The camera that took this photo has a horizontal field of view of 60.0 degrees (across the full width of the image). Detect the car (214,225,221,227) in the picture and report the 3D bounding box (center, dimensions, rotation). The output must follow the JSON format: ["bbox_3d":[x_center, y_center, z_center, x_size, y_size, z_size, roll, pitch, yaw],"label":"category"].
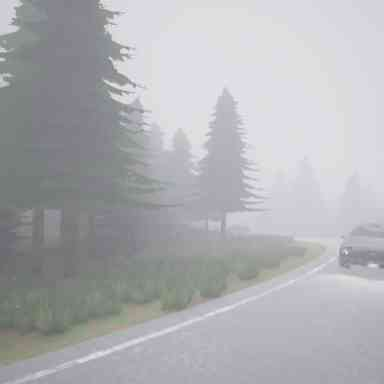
[{"bbox_3d":[4.682,6.598,59.492,2.033,1.411,5.357,1,-6,0],"label":"car"}]

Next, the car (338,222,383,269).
[{"bbox_3d":[6.312,1.758,11.361,2.033,1.411,5.357,1,-3,31],"label":"car"}]

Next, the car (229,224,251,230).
[{"bbox_3d":[6.892,5.498,49.606,1.882,1.535,5.008,2,-7,-19],"label":"car"}]

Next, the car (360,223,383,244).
[{"bbox_3d":[14.832,3.136,25.197,1.882,1.535,5.008,1,-6,3],"label":"car"}]
